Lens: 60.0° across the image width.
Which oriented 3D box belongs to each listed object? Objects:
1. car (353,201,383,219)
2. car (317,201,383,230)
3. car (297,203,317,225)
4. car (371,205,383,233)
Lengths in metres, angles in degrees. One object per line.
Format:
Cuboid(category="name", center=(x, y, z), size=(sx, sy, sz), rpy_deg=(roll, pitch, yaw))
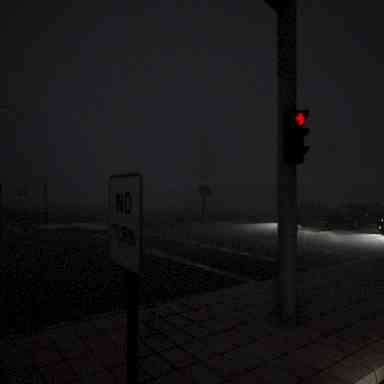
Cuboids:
Cuboid(category="car", center=(16.544, 1.523, 29.793), size=(4.181, 1.385, 1.994), rpy_deg=(0, 0, -35))
Cuboid(category="car", center=(10.488, 1.450, 21.263), size=(5.008, 1.535, 1.882), rpy_deg=(0, 0, -35))
Cuboid(category="car", center=(8.610, 1.536, 24.219), size=(4.181, 1.385, 1.994), rpy_deg=(0, 0, -35))
Cuboid(category="car", center=(11.860, 1.537, 17.949), size=(4.181, 1.385, 1.994), rpy_deg=(0, 0, -35))
